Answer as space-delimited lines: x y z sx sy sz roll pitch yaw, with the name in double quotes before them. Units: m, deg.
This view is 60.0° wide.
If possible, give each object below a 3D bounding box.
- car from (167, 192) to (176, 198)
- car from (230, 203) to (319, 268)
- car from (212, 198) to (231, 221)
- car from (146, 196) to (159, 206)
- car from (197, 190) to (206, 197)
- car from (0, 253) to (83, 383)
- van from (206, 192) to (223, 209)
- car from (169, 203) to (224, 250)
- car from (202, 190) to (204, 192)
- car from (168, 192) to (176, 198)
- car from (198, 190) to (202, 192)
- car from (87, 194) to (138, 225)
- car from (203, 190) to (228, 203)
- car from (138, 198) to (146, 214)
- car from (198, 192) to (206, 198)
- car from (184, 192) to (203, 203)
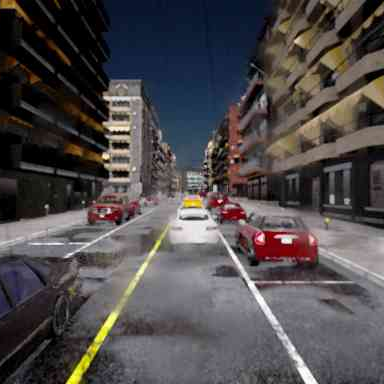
"car" -5.271 0.766 82.217 1.947 1.339 4.313 1 1 0
"car" 2.553 1.315 10.893 1.967 1.590 4.097 1 1 0
"car" 2.554 1.338 21.957 1.802 1.307 4.206 1 1 0
"car" -5.285 1.125 44.139 1.802 1.307 4.206 1 1 0
"car" 2.616 0.419 93.382 2.192 1.841 5.009 1 0 0
"car" -2.851 1.503 3.680 2.033 1.411 5.357 0 1 0
"van" 2.564 0.935 38.548 1.690 1.788 3.998 1 1 0
"car" 0.046 1.372 13.439 1.812 1.442 4.674 0 1 -1
"car" 2.614 0.514 82.258 2.192 1.841 5.009 1 0 0
"car" -5.269 0.717 87.778 1.947 1.339 4.313 1 1 0
"car" 0.155 0.833 51.018 2.097 1.767 4.553 0 1 1
"car" -5.286 1.071 22.012 2.192 1.841 5.009 1 1 0
"car" 2.563 0.961 33.016 2.192 1.841 5.009 1 1 0
"car" -5.290 1.244 27.545 1.887 1.381 4.507 1 1 0
"car" 2.612 0.674 87.989 1.752 1.417 4.829 1 0 0
"car" 0.112 1.092 36.407 1.882 1.535 5.008 0 0 0
